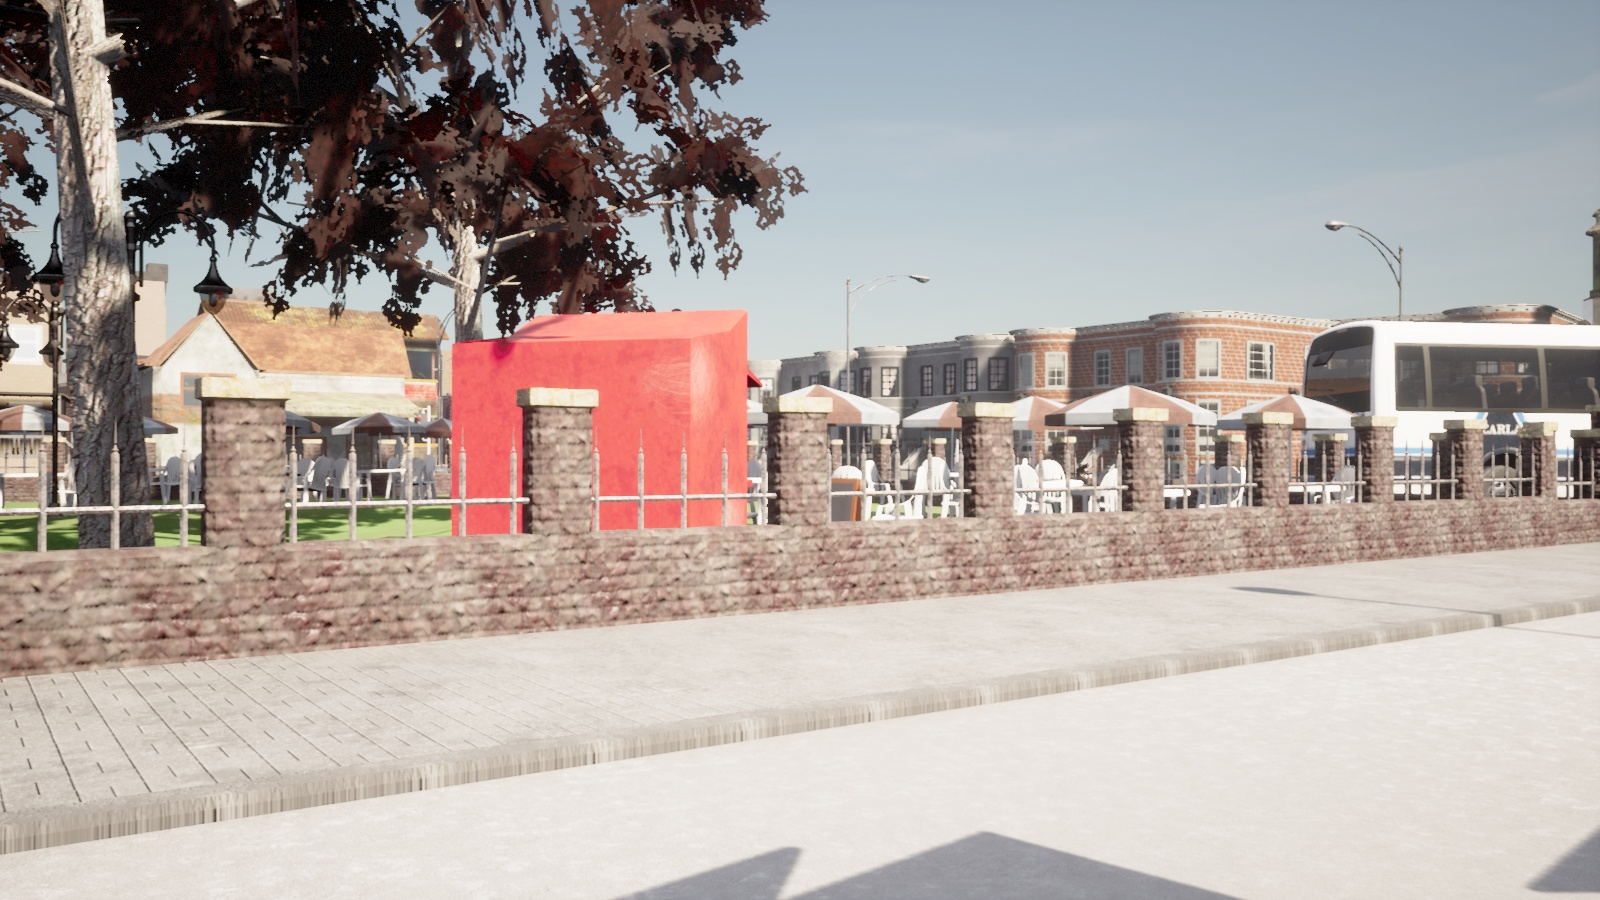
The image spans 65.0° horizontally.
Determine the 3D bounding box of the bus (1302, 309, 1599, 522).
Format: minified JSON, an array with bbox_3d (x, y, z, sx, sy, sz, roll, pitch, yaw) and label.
[{"bbox_3d":[16.883,-0.626,27.502,10.273,4.253,3.944,0,-1,-6],"label":"bus"}]
